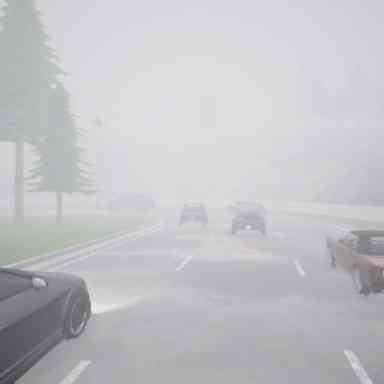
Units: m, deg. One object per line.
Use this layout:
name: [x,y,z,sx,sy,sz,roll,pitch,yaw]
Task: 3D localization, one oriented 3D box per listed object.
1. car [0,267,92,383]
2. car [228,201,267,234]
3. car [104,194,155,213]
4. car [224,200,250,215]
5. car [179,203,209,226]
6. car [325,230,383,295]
car: [-2.865,1.548,4.008,1.994,1.385,4.181,0,0,7]
car: [3.298,1.537,19.394,1.837,1.490,4.892,0,0,10]
car: [-6.853,1.197,36.539,5.566,2.045,2.150,0,-1,12]
car: [4.962,1.553,31.751,1.837,1.490,4.892,2,-1,-27]
car: [0.121,1.504,23.693,2.128,1.511,4.902,1,0,2]
car: [4.818,1.636,8.553,1.895,1.301,4.718,0,0,11]
